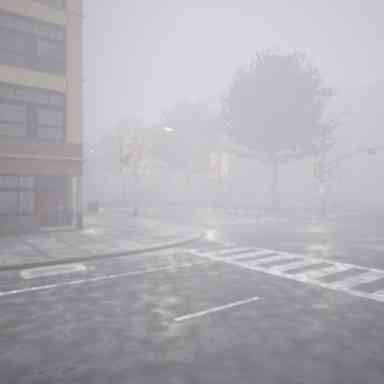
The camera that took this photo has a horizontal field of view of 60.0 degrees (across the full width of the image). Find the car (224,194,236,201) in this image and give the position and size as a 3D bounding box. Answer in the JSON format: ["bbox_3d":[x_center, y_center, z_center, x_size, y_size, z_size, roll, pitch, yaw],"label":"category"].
[{"bbox_3d":[8.161,1.299,77.031,2.161,1.482,4.786,0,0,-36],"label":"car"}]

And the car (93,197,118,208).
[{"bbox_3d":[-12.725,1.487,47.314,1.812,1.442,4.674,0,0,-35],"label":"car"}]

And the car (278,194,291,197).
[{"bbox_3d":[18.654,1.197,69.571,2.002,1.452,4.674,0,0,-36],"label":"car"}]

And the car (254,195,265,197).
[{"bbox_3d":[17.798,1.323,83.502,1.895,1.301,4.718,0,0,-36],"label":"car"}]

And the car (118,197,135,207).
[{"bbox_3d":[-10.095,1.446,49.656,2.128,1.511,4.902,0,0,-35],"label":"car"}]
